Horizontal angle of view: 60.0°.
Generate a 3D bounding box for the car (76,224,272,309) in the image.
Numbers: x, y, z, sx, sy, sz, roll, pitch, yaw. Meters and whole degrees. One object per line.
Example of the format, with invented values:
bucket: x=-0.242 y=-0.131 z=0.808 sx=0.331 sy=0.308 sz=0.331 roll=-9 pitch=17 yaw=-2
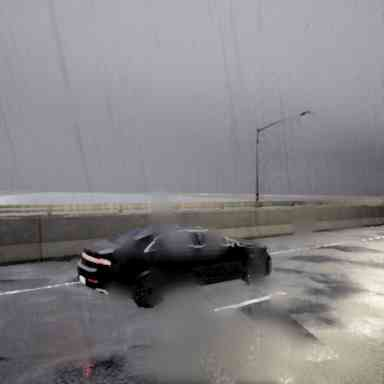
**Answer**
car: x=-0.164 y=1.515 z=7.915 sx=4.902 sy=1.511 sz=2.128 roll=0 pitch=0 yaw=-35
